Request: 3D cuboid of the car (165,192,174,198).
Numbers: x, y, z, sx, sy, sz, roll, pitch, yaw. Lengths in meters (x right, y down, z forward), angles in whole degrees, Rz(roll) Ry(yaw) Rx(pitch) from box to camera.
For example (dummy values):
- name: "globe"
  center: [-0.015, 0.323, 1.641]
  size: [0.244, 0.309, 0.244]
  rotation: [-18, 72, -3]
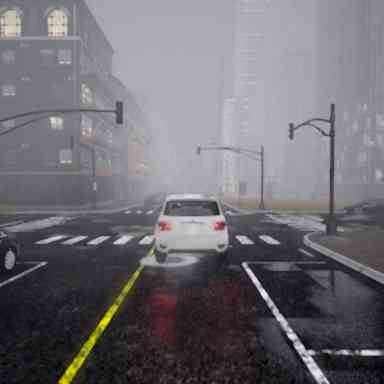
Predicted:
- name: "car"
  center: [-5.261, 0.800, 79.558]
  size: [1.802, 1.307, 4.206]
  rotation: [-1, 1, 0]

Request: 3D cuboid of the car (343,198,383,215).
- name: "car"
  center: [14.825, 1.189, 27.511]
  size: [4.313, 1.339, 1.947]
  rotation: [0, 2, 0]

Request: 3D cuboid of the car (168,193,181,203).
- name: "car"
  center: [-2.773, 0.962, 54.428]
  size: [1.837, 1.490, 4.892]
  rotation: [0, 1, 1]

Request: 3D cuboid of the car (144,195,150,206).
- name: "car"
  center: [-5.449, 1.089, 45.665]
  size: [1.887, 1.381, 4.507]
  rotation: [-1, 1, 0]

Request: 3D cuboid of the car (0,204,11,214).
- name: "car"
  center: [-17.733, 1.226, 27.638]
  size: [4.829, 1.417, 1.752]
  rotation: [0, 2, 0]

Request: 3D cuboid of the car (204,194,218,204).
- name: "car"
  center: [2.929, 1.032, 51.325]
  size: [1.887, 1.381, 4.507]
  rotation: [-1, 1, 0]

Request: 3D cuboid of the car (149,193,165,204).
- name: "car"
  center: [-5.420, 0.929, 51.313]
  size: [1.967, 1.590, 4.097]
  rotation: [-1, 1, 0]

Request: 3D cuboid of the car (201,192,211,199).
- name: "car"
  center: [3.055, 0.821, 73.919]
  size: [2.008, 1.369, 4.403]
  rotation: [-1, 1, 0]

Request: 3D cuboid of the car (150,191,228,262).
- name: "car"
  center: [-0.082, 1.100, 11.789]
  size: [2.150, 2.045, 5.566]
  rotation: [0, 0, -2]

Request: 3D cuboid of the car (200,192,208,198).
- name: "car"
  center: [3.117, 0.707, 85.217]
  size: [1.887, 1.381, 4.507]
  rotation: [-1, 1, 0]

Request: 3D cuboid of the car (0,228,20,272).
- name: "car"
  center: [-5.661, 1.473, 7.601]
  size: [2.008, 1.369, 4.403]
  rotation: [-1, 1, 0]
